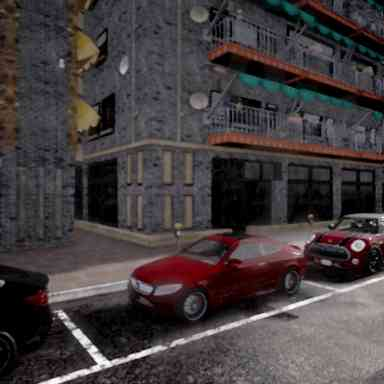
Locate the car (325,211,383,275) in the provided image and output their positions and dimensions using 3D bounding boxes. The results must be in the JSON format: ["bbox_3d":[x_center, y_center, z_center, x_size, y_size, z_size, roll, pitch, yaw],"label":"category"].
[{"bbox_3d":[5.341,1.418,10.361,4.097,1.590,1.967,0,0,-35],"label":"car"}]

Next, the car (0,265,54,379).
[{"bbox_3d":[-3.879,1.569,3.784,4.313,1.339,1.947,0,1,-35],"label":"car"}]

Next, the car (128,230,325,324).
[{"bbox_3d":[0.731,1.572,7.073,4.206,1.307,1.802,0,1,-35],"label":"car"}]
